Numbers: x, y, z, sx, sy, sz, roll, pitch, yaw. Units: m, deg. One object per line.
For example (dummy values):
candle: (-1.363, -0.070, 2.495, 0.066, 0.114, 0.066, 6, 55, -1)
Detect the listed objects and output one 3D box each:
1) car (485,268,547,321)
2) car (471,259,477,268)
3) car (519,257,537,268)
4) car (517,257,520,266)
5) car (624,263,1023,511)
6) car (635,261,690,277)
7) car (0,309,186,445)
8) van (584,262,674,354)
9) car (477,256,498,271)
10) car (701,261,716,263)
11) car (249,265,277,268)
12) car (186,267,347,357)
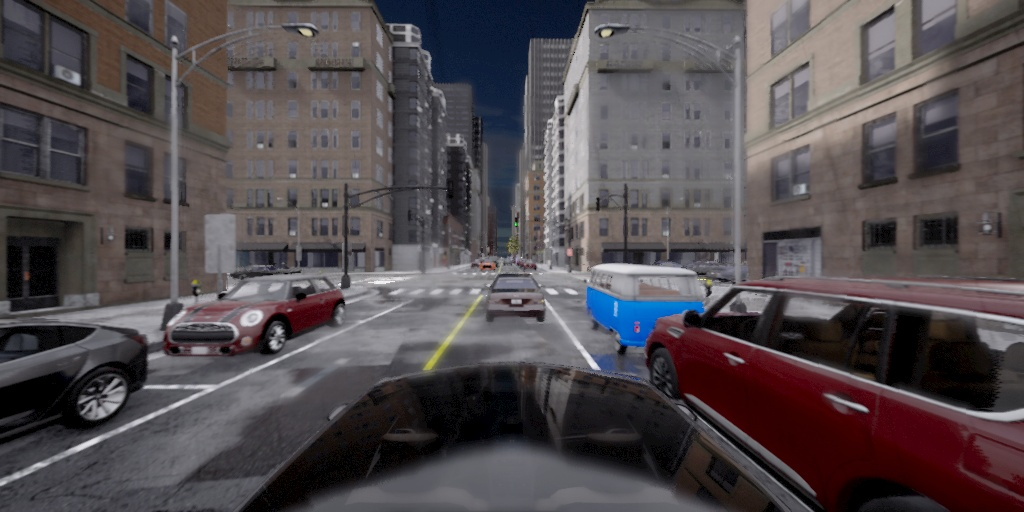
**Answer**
car: (0.091, 1.300, 12.368, 2.033, 1.411, 5.357, 0, 0, -1)
car: (-6.234, 1.244, 63.523, 1.967, 1.591, 4.097, 0, 0, -1)
car: (2.543, 1.229, 52.400, 1.967, 1.591, 4.097, 0, 0, -1)
car: (2.289, 1.386, 63.707, 1.802, 1.307, 4.207, 0, 0, -1)
car: (2.857, 1.065, 2.987, 2.192, 1.841, 5.009, 0, 0, 0)
car: (14.766, 1.278, 35.323, 4.674, 1.442, 1.812, 0, 0, 0)
car: (-5.669, 1.316, 2.976, 1.948, 1.339, 4.313, 0, 0, 0)
van: (2.853, 1.093, 8.511, 1.690, 1.789, 3.998, 0, 0, 0)
car: (-3.335, 1.138, 49.522, 2.097, 1.767, 4.553, 0, 0, -1)
car: (16.806, 1.284, 25.507, 5.357, 1.411, 2.033, 0, 0, 1)
car: (-19.272, 1.376, 28.413, 4.718, 1.301, 1.895, 0, 0, 0)
car: (-5.673, 1.191, 8.501, 1.967, 1.591, 4.097, 0, 0, 0)
